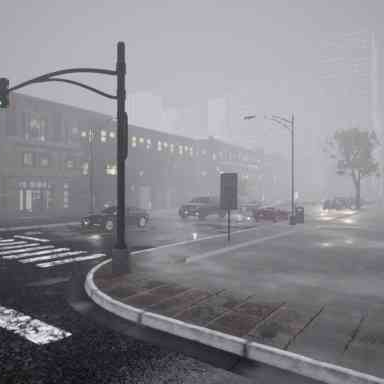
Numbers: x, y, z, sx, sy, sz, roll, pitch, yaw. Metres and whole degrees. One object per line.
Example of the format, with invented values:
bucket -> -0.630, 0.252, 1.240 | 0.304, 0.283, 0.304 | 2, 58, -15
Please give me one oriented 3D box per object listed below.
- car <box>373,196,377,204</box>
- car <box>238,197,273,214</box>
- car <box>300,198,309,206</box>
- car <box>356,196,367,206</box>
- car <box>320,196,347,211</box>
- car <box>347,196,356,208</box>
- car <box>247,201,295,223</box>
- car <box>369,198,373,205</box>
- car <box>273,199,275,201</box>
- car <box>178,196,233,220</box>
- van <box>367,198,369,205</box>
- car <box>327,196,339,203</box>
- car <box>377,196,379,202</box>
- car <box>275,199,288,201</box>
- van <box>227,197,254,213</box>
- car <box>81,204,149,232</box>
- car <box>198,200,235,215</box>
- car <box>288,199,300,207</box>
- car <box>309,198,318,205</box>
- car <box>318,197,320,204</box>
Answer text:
car -> 38.402, 1.948, 72.396 | 1.752, 1.417, 4.829 | 0, -1, 35
car -> 7.036, 1.660, 37.881 | 2.128, 1.511, 4.902 | 0, 0, 35
car -> 18.725, 1.846, 59.009 | 2.008, 1.369, 4.403 | 0, -1, 35
car -> 28.759, 1.642, 58.704 | 2.192, 1.841, 5.009 | 0, -1, 35
car -> 19.214, 1.676, 45.149 | 1.967, 1.590, 4.097 | 0, -1, 35
car -> 22.395, 1.581, 49.668 | 2.192, 1.841, 5.009 | 0, -1, 35
car -> 6.531, 1.670, 27.047 | 1.887, 1.381, 4.507 | 0, 0, 35
car -> 35.122, 1.972, 67.737 | 1.802, 1.307, 4.206 | 0, -1, 35
car -> 9.180, 1.756, 45.454 | 2.008, 1.369, 4.403 | 0, 0, 35
car -> 1.124, 1.341, 29.507 | 2.150, 2.045, 5.566 | 0, 0, 35
van -> 31.940, 1.699, 63.222 | 1.690, 1.788, 3.998 | 0, -1, 35
car -> 34.633, 1.894, 81.599 | 1.967, 1.590, 4.097 | 0, -1, 35
car -> 41.485, 2.037, 76.774 | 1.802, 1.307, 4.206 | 0, -1, 35
car -> 12.264, 1.759, 49.833 | 1.752, 1.417, 4.829 | 0, -1, 35
van -> 5.998, 1.518, 40.938 | 1.690, 1.788, 3.998 | 0, 0, 35
car -> -4.763, 1.578, 21.188 | 1.837, 1.490, 4.892 | 0, 0, 34
car -> 2.719, 1.674, 36.279 | 1.752, 1.417, 4.829 | 0, 0, 35
car -> 15.543, 1.816, 54.491 | 2.008, 1.369, 4.403 | 0, -1, 35
car -> 21.907, 1.876, 63.527 | 2.008, 1.369, 4.403 | 0, -1, 35
car -> 28.270, 1.828, 72.563 | 1.967, 1.590, 4.097 | 0, -1, 35
